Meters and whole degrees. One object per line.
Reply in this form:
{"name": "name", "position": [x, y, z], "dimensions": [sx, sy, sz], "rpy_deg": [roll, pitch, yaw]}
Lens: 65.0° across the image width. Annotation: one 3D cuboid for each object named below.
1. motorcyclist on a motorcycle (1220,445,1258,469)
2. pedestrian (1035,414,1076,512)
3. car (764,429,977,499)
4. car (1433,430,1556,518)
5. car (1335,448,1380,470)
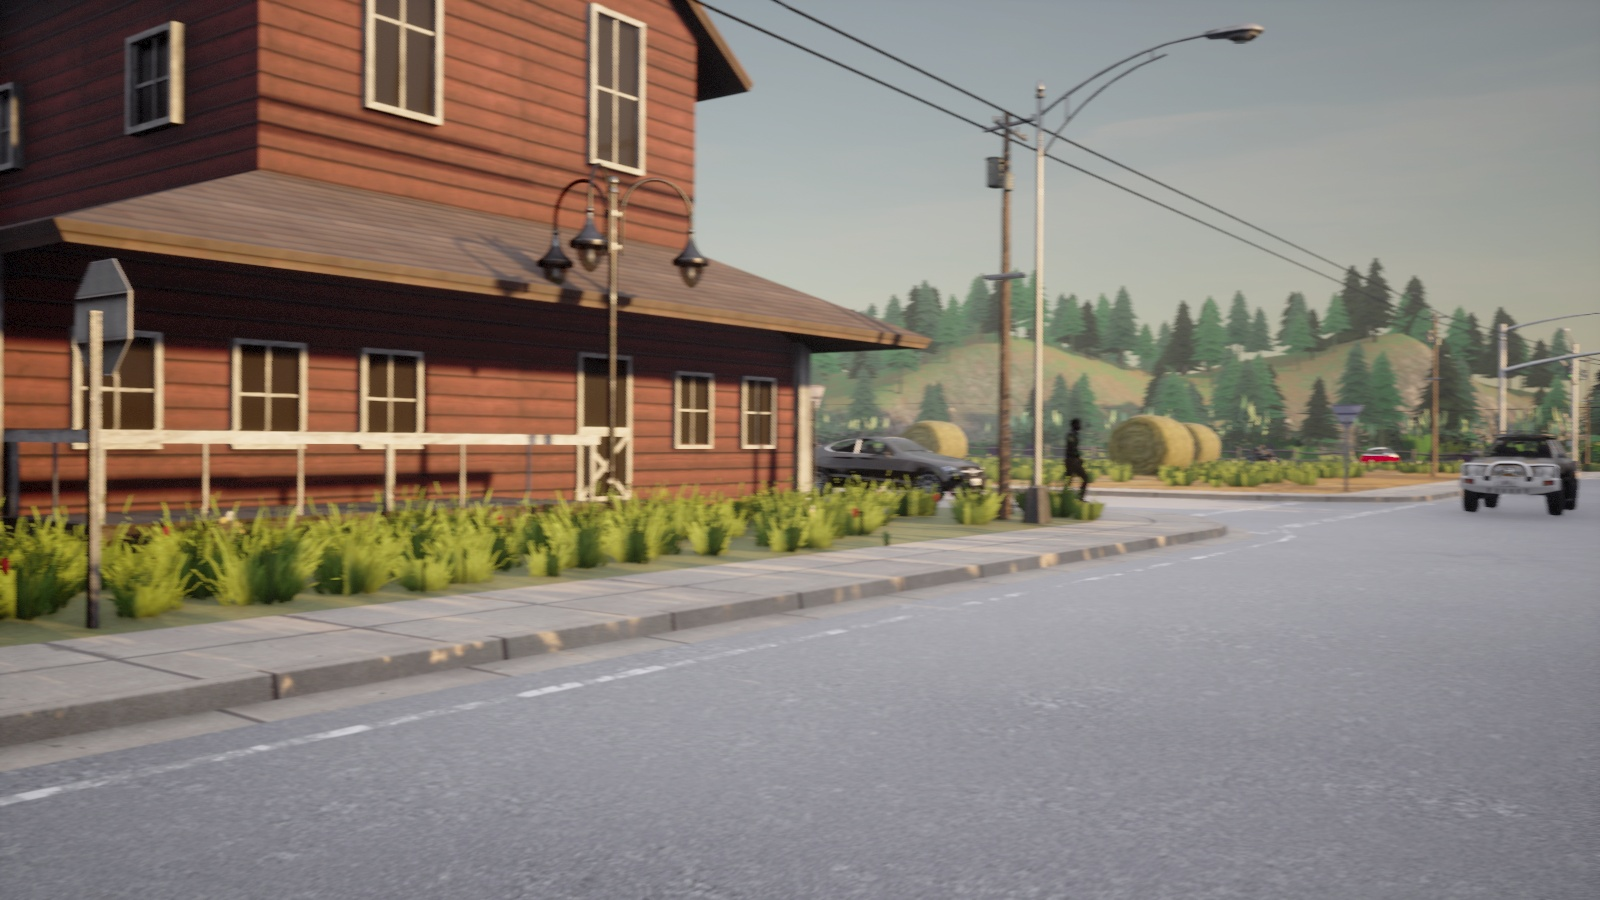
{"name": "motorcyclist on a motorcycle", "position": [28.803, 0.455, 82.416], "dimensions": [2.191, 1.530, 0.866], "rpy_deg": [1, 0, 39]}
{"name": "pedestrian", "position": [5.101, 0.262, 25.080], "dimensions": [0.692, 1.930, 0.395], "rpy_deg": [1, 0, 31]}
{"name": "car", "position": [1.741, 0.305, 32.013], "dimensions": [5.027, 1.651, 2.152], "rpy_deg": [1, 0, 35]}
{"name": "car", "position": [16.069, 0.510, 28.949], "dimensions": [1.932, 1.855, 4.605], "rpy_deg": [1, 0, 36]}
{"name": "car", "position": [34.535, 0.554, 77.819], "dimensions": [2.207, 1.376, 1.481], "rpy_deg": [0, 0, 39]}
